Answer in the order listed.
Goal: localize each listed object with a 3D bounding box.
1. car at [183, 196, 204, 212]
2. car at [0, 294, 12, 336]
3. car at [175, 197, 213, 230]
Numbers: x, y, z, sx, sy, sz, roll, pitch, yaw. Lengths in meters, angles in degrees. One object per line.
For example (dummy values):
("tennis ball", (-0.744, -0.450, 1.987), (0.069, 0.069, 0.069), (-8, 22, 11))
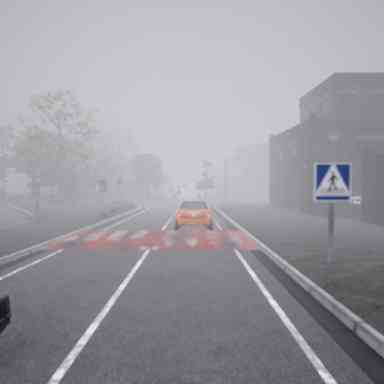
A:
("car", (0.227, 1.222, 36.032), (2.033, 1.411, 5.357), (0, 1, 2))
("car", (-3.348, 1.592, 2.225), (1.895, 1.301, 4.718), (0, 0, 0))
("car", (0.102, 1.208, 20.146), (2.097, 1.767, 4.553), (0, 1, 0))
